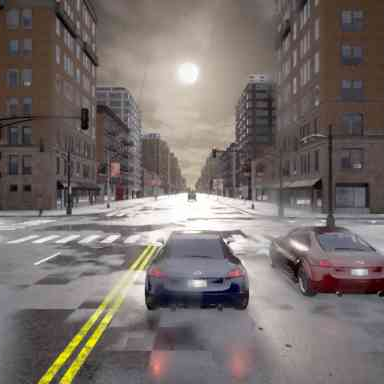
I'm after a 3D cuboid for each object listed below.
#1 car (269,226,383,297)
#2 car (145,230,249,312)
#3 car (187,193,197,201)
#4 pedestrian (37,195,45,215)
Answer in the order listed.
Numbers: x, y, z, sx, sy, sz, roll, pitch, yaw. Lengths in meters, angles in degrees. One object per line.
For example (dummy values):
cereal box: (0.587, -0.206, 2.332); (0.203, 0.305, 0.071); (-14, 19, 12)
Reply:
car: (3.339, 1.564, 8.616); (1.994, 1.385, 4.181); (0, 0, 0)
car: (0.089, 1.564, 7.798); (1.994, 1.385, 4.181); (0, 0, 0)
car: (0.010, 1.212, 80.314); (2.150, 2.045, 5.566); (0, 0, 0)
pedestrian: (-14.138, 1.170, 31.123); (0.375, 1.860, 0.375); (0, 0, 0)
